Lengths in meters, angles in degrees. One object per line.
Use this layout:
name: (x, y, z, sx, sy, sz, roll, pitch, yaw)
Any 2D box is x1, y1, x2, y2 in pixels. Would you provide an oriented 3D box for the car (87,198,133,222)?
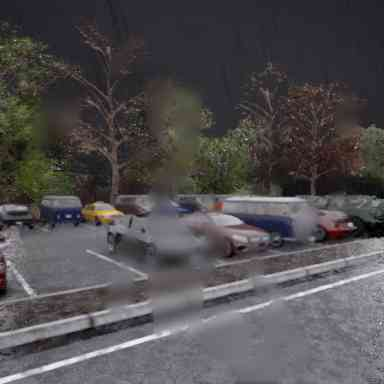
car: (-6.409, 1.450, 23.539, 1.946, 1.575, 5.366, 0, 0, -36)

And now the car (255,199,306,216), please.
car: (9.229, 1.573, 34.968, 2.097, 1.535, 5.008, 1, 0, -36)

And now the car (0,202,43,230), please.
car: (-11.017, 1.476, 20.455, 2.231, 1.521, 4.892, 0, 0, -36)

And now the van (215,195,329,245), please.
van: (3.289, 1.217, 14.481, 1.878, 1.987, 4.442, 0, 0, -36)

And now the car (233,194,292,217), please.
car: (6.892, 1.286, 33.265, 2.435, 2.045, 5.566, 1, 0, -36)

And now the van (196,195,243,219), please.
van: (2.406, 1.246, 30.228, 1.878, 1.987, 4.442, 1, -1, -36)

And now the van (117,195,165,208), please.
van: (-4.199, 1.217, 25.206, 1.878, 1.987, 4.442, 0, 0, -36)

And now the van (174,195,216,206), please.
van: (0.183, 1.211, 28.347, 1.878, 1.987, 4.442, 0, 0, -36)

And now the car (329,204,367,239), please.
car: (5.466, 1.461, 16.221, 2.163, 1.488, 4.792, 0, 0, -36)

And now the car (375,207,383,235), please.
car: (7.107, 1.345, 8.790, 4.553, 1.767, 2.097, 0, 0, -36)

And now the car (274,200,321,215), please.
car: (11.479, 1.646, 36.585, 2.002, 1.452, 4.674, 1, 0, -36)

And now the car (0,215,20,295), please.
car: (-5.807, 1.486, 8.111, 2.097, 1.535, 5.008, 0, 0, -36)

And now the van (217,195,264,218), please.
van: (4.556, 1.278, 31.769, 1.878, 1.987, 4.442, 1, 0, -36)

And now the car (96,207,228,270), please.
car: (-1.274, 1.494, 11.316, 2.163, 1.488, 4.792, 0, 0, -36)

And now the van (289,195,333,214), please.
van: (13.561, 1.413, 38.224, 1.878, 1.987, 4.442, 1, 0, -36)

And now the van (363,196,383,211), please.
van: (27.307, 1.616, 47.790, 1.878, 1.987, 4.442, 1, -1, -36)

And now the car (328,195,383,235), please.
car: (7.704, 1.185, 17.824, 2.435, 2.045, 5.566, 1, 0, -36)

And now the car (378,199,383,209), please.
car: (31.736, 1.909, 51.115, 2.097, 1.535, 5.008, 1, 0, -36)

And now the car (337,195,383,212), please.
car: (22.753, 1.523, 44.635, 2.435, 2.045, 5.566, 1, -1, -36)

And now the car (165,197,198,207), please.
car: (-2.018, 1.431, 26.919, 2.097, 1.535, 5.008, 0, 0, -36)

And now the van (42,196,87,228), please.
van: (-8.838, 1.238, 22.169, 1.878, 1.987, 4.442, 0, 0, -36)

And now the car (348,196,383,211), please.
car: (25.005, 1.557, 46.249, 2.435, 2.045, 5.566, 1, -1, -36)

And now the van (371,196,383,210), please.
van: (29.423, 1.650, 49.593, 1.878, 1.987, 4.442, 1, -1, -36)

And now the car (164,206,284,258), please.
car: (0.964, 1.494, 12.961, 2.002, 1.452, 4.674, 0, 0, -36)
